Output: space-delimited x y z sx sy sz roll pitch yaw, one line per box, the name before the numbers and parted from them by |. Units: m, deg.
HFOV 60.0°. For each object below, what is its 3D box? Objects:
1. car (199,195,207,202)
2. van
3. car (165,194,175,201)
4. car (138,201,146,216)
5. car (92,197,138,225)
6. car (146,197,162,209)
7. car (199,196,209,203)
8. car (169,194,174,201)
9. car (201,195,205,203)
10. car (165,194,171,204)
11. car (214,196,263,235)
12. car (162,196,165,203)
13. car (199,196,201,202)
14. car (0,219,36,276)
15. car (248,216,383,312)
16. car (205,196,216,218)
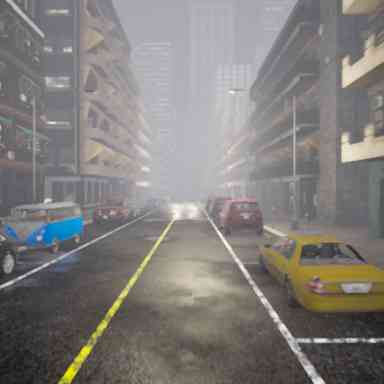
car | 2.655 1.512 80.379 1.967 1.590 4.097 -1 0 0
van | -5.675 1.352 13.181 1.690 1.788 3.998 -1 0 0
car | -5.728 1.391 86.008 2.192 1.841 5.009 -1 0 0
car | -5.717 1.575 29.987 2.008 1.369 4.403 -1 0 0
car | -5.701 1.335 24.385 2.192 1.841 5.009 -1 0 0
car | -5.714 1.621 46.793 1.802 1.307 4.206 -1 0 0
car | 2.658 1.632 74.777 1.947 1.339 4.313 -1 0 0
car | -5.722 1.616 74.803 2.008 1.369 4.403 -1 0 0
car | 2.664 1.350 41.165 2.192 1.841 5.009 -1 0 0
car | -5.719 1.606 63.600 2.008 1.369 4.403 -1 0 0
car | 2.670 1.331 18.757 2.192 1.841 5.009 -1 0 0
car | -5.716 1.627 52.395 1.802 1.307 4.206 -1 0 0
car | 2.659 1.586 69.345 1.752 1.417 4.829 -1 0 0
car | -5.670 1.557 7.579 2.008 1.369 4.403 -1 0 0
car | 2.676 1.532 7.722 1.752 1.417 4.829 -1 0 0
car | 2.667 1.340 29.961 2.192 1.841 5.009 -1 0 0
